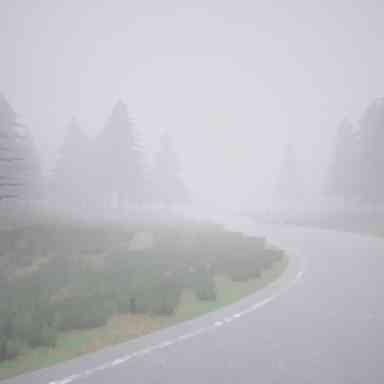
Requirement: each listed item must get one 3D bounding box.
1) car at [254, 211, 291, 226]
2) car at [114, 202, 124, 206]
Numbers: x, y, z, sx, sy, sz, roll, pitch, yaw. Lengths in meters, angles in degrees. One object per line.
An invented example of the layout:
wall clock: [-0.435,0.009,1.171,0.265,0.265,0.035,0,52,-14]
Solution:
car: [7.429,2.411,31.222,1.895,1.301,4.718,0,-2,-10]
car: [-20.452,3.780,92.828,1.905,1.878,3.866,1,-2,-40]
